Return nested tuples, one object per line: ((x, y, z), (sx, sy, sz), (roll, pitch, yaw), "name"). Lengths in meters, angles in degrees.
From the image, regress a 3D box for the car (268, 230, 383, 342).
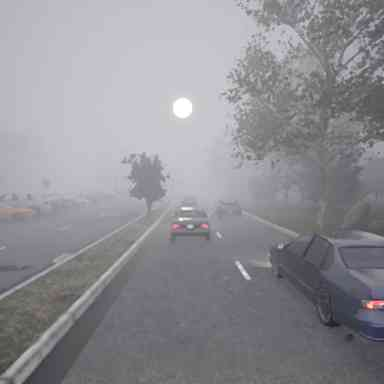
((3.041, 1.500, 6.825), (2.033, 1.411, 5.357), (0, 0, -1), "car")

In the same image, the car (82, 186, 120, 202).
((-14.304, 0.587, 50.339), (5.566, 2.045, 2.435), (-1, 1, -21), "car")

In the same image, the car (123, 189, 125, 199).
((-14.555, 0.720, 56.259), (5.366, 1.575, 1.946), (-1, 1, -21), "car")

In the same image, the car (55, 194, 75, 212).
((-14.151, 1.253, 32.329), (4.674, 1.452, 2.002), (-1, 1, -21), "car")

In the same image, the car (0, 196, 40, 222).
((-13.890, 1.342, 23.379), (5.366, 1.575, 1.946), (-1, 0, -21), "car")

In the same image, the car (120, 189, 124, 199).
((-14.179, 0.770, 53.396), (5.366, 1.575, 1.946), (-1, 1, -21), "car")

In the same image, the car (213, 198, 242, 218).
((2.833, 1.251, 26.987), (2.128, 1.511, 4.902), (0, 1, -1), "car")

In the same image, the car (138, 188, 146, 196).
((-14.643, 0.081, 80.313), (5.566, 2.045, 2.435), (-1, 1, -21), "car")

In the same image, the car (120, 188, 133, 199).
((-14.468, 0.357, 62.305), (5.566, 2.045, 2.435), (-1, 1, -21), "car")

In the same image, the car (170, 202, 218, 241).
((-0.083, 1.444, 16.161), (2.033, 1.411, 5.357), (0, 0, 0), "car")

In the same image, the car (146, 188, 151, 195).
((-14.668, -0.083, 92.362), (5.566, 2.045, 2.435), (-1, 1, -20), "car")

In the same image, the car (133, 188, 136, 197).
((-14.470, 0.381, 68.334), (4.553, 1.767, 2.185), (-1, 1, -21), "car")

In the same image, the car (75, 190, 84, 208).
((-14.210, 1.029, 35.314), (4.553, 1.767, 2.185), (-1, 1, -21), "car")

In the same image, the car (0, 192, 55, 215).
((-14.120, 1.057, 26.301), (5.566, 2.045, 2.435), (-1, 1, -21), "car")

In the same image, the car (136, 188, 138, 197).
((-14.562, 0.336, 71.318), (4.553, 1.767, 2.185), (-1, 1, -21), "car")

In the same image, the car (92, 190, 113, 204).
((-14.269, 0.931, 47.342), (4.792, 1.488, 2.163), (-1, 1, -21), "car")

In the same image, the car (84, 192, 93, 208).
((-14.210, 1.134, 38.327), (4.674, 1.452, 2.002), (-1, 1, -21), "car")

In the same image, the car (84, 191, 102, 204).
((-14.229, 1.032, 41.326), (5.008, 1.535, 2.097), (-1, 2, -21), "car")

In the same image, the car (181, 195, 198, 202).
((-0.314, 1.077, 40.806), (1.994, 1.385, 4.181), (0, 1, -1), "car")

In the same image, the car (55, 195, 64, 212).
((-14.145, 1.291, 29.304), (4.792, 1.488, 2.163), (-1, 1, -21), "car")
